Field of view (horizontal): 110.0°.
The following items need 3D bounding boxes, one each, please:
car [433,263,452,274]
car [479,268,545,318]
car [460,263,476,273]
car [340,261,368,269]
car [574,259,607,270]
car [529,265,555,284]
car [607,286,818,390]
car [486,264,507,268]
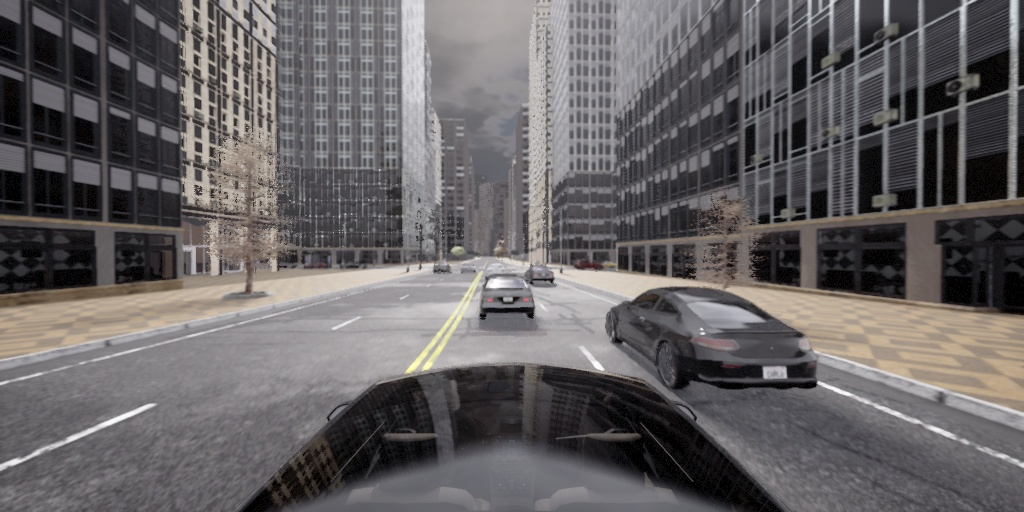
[{"bbox_3d":[-8.928,1.551,46.186,1.994,1.385,4.181,0,0,-3],"label":"car"},{"bbox_3d":[-0.248,1.357,13.251,2.033,1.411,5.357,0,0,-3],"label":"car"},{"bbox_3d":[-5.728,1.581,47.207,1.895,1.301,4.718,0,0,-3],"label":"car"},{"bbox_3d":[-25.933,1.534,58.836,4.313,1.339,1.948,0,0,-2],"label":"car"},{"bbox_3d":[12.949,1.512,60.747,5.009,1.841,2.192,0,0,-3],"label":"car"},{"bbox_3d":[2.116,1.421,28.265,2.033,1.411,5.357,0,0,-4],"label":"car"},{"bbox_3d":[3.213,1.293,6.751,1.812,1.442,4.674,0,0,-1],"label":"car"},{"bbox_3d":[-1.482,1.435,33.693,1.812,1.442,4.674,0,0,-4],"label":"car"}]
